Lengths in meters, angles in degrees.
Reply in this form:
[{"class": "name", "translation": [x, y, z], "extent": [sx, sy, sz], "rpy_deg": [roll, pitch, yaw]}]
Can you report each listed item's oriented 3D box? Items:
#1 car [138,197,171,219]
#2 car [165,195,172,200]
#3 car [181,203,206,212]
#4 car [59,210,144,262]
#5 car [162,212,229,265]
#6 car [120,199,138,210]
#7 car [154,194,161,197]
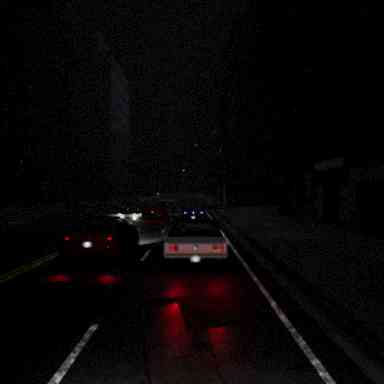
[{"class": "car", "translation": [-3.133, 1.442, 28.790], "extent": [1.882, 1.535, 5.008], "rpy_deg": [0, 0, 0]}, {"class": "car", "translation": [-6.500, 1.436, 92.742], "extent": [2.033, 1.411, 5.357], "rpy_deg": [0, 0, 0]}, {"class": "car", "translation": [0.100, 1.567, 26.835], "extent": [1.895, 1.301, 4.718], "rpy_deg": [0, 0, 0]}, {"class": "car", "translation": [-3.150, 1.546, 12.006], "extent": [1.994, 1.385, 4.181], "rpy_deg": [0, 0, 0]}, {"class": "car", "translation": [0.101, 1.584, 11.512], "extent": [1.895, 1.301, 4.718], "rpy_deg": [0, 0, 0]}, {"class": "car", "translation": [-6.500, 1.504, 36.075], "extent": [1.837, 1.490, 4.892], "rpy_deg": [0, 0, 0]}, {"class": "car", "translation": [-9.750, 1.420, 92.742], "extent": [1.812, 1.442, 4.674], "rpy_deg": [0, 0, 0]}]
